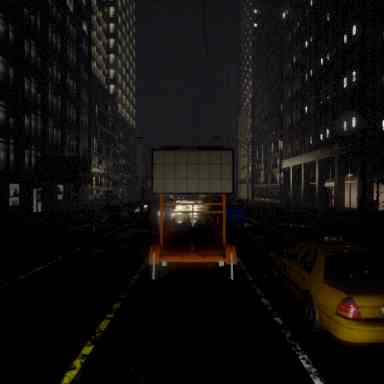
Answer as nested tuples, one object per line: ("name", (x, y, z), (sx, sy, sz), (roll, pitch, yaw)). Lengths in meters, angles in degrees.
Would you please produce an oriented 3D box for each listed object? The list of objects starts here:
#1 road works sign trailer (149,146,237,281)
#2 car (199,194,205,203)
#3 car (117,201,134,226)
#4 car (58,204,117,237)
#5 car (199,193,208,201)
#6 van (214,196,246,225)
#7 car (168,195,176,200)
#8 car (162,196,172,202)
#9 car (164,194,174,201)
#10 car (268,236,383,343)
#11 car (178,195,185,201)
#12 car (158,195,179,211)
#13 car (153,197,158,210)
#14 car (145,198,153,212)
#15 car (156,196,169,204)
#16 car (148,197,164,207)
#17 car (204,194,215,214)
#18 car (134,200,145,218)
("road works sign trailer", (0.025, 0.462, 9.840), (2.380, 3.560, 2.880), (0, 0, 0))
("car", (2.814, 1.536, 63.267), (2.008, 1.369, 4.403), (-1, 0, 0))
("car", (-5.649, 1.560, 23.499), (1.947, 1.339, 4.313), (-1, 0, 0))
("car", (-5.661, 1.547, 17.815), (2.008, 1.369, 4.403), (-1, 0, 0))
("car", (2.858, 1.293, 86.002), (2.192, 1.841, 5.009), (-1, 0, 0))
("van", (2.729, 1.336, 23.481), (1.690, 1.788, 3.998), (-1, 0, 0))
("car", (-5.508, 1.502, 91.533), (1.752, 1.417, 4.829), (-1, 0, 0))
("car", (-5.543, 1.564, 74.651), (1.802, 1.307, 4.206), (-1, 0, 0))
("car", (-5.532, 1.420, 80.335), (1.967, 1.590, 4.097), (-1, 0, 0))
("car", (2.696, 1.524, 6.600), (1.752, 1.417, 4.829), (-1, 0, 0))
("car", (-2.823, 1.484, 85.456), (1.837, 1.490, 4.892), (0, 0, 0))
("car", (-3.012, 1.495, 41.474), (1.837, 1.490, 4.892), (0, 0, 0))
("car", (-5.614, 1.573, 40.550), (1.802, 1.307, 4.206), (-1, 0, 0))
("car", (-5.626, 1.543, 34.866), (2.008, 1.369, 4.403), (-1, 0, 0))
("car", (-5.567, 1.536, 63.284), (2.008, 1.369, 4.403), (-1, 0, 0))
("car", (-5.591, 1.539, 51.917), (2.008, 1.369, 4.403), (-1, 0, 0))
("car", (2.752, 1.307, 34.849), (2.192, 1.841, 5.009), (-1, 0, 0))
("car", (-5.637, 1.538, 29.183), (1.887, 1.381, 4.507), (-1, 0, 0))
